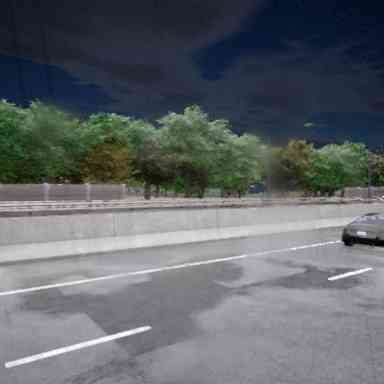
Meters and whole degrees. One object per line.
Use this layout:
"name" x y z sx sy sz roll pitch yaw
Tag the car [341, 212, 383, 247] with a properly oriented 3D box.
"car" 8.171 1.558 13.998 4.181 1.385 1.994 0 0 -36
